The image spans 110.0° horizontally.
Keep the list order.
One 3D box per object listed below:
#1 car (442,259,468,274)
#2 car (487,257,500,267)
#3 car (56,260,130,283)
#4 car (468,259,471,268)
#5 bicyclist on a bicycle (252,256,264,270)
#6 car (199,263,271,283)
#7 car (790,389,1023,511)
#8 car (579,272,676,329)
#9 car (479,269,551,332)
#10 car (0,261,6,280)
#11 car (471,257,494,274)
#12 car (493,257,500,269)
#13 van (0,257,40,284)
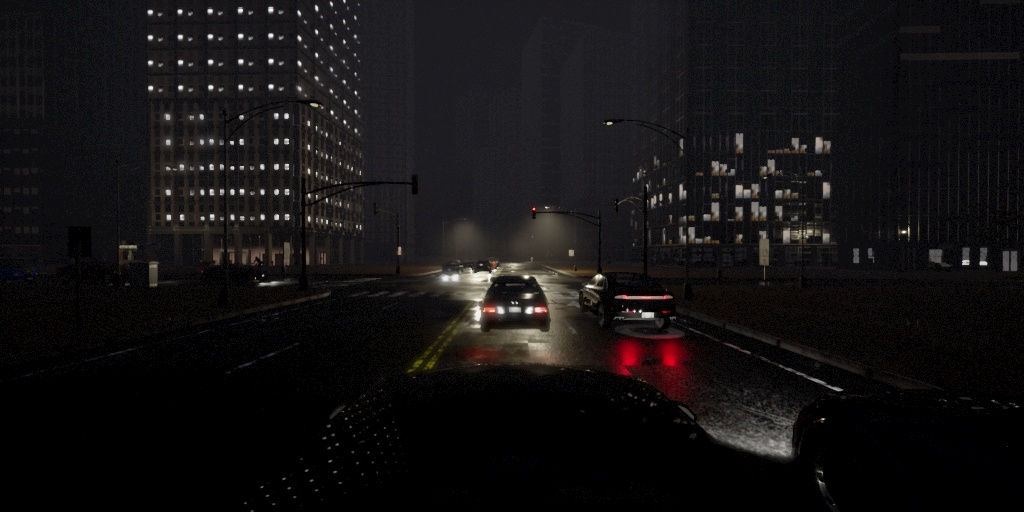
[{"bbox_3d":[-6.589,1.211,40.268,2.128,1.511,4.902,0,0,0],"label":"car"},{"bbox_3d":[-3.328,1.024,64.283,2.097,1.767,4.553,0,0,0],"label":"car"},{"bbox_3d":[-30.078,1.093,26.217,5.008,1.535,1.882,0,0,2],"label":"car"},{"bbox_3d":[-6.582,1.174,53.220,1.882,1.535,5.008,0,0,0],"label":"car"},{"bbox_3d":[-24.701,0.867,34.818,0.582,1.620,1.656,0,1,1],"label":"bicyclist on a bicycle"},{"bbox_3d":[-19.986,1.227,25.964,4.181,1.385,1.994,0,0,1],"label":"car"},{"bbox_3d":[3.350,1.314,1.299,1.994,1.385,4.181,0,0,0],"label":"car"},{"bbox_3d":[3.347,1.238,11.230,2.128,1.511,4.902,0,0,0],"label":"car"},{"bbox_3d":[0.100,1.294,10.813,2.033,1.411,5.357,0,0,1],"label":"car"},{"bbox_3d":[-41.016,1.089,26.510,4.674,1.442,1.812,0,0,1],"label":"car"},{"bbox_3d":[-3.254,1.225,40.503,1.837,1.490,4.892,0,0,-2],"label":"car"},{"bbox_3d":[-3.329,1.047,53.195,2.097,1.767,4.553,0,0,0],"label":"car"},{"bbox_3d":[-33.932,0.959,23.729,3.998,1.789,1.690,0,0,1],"label":"van"}]
